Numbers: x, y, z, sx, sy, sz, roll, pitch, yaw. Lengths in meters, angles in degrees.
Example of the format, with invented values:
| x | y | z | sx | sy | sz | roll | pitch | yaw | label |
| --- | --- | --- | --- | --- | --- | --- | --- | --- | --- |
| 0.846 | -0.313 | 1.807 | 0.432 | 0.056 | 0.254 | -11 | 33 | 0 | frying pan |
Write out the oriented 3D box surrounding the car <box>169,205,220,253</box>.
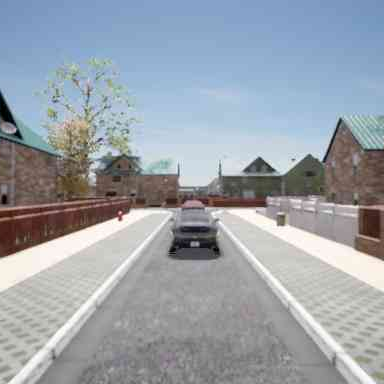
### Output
| x | y | z | sx | sy | sz | roll | pitch | yaw | label |
| --- | --- | --- | --- | --- | --- | --- | --- | --- | --- |
| 0.099 | 1.500 | 13.637 | 1.837 | 1.490 | 4.892 | 0 | 0 | 0 | car |

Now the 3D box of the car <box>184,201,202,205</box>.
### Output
| x | y | z | sx | sy | sz | roll | pitch | yaw | label |
| --- | --- | --- | --- | --- | --- | --- | --- | --- | --- |
| 0.109 | 1.464 | 27.686 | 1.882 | 1.535 | 5.008 | 0 | 0 | 0 | car |
